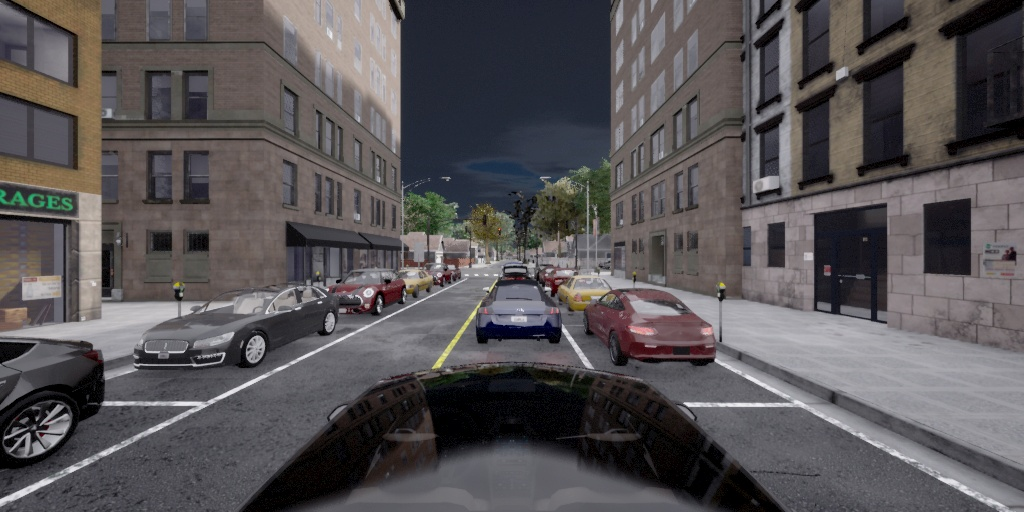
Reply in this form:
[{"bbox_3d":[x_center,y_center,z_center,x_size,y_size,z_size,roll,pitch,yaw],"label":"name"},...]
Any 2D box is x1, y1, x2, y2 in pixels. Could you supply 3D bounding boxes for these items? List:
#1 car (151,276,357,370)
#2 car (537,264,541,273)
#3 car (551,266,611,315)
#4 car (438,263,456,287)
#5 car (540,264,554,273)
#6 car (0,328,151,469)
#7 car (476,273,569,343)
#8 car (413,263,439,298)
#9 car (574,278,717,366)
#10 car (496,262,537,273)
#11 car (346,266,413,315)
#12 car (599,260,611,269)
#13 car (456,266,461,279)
[{"bbox_3d":[-5.364,1.301,7.715,2.007,1.370,4.403,0,0,0],"label":"car"},{"bbox_3d":[2.749,1.341,24.230,1.802,1.307,4.207,0,0,0],"label":"car"},{"bbox_3d":[2.691,1.278,13.364,1.751,1.417,4.829,0,0,0],"label":"car"},{"bbox_3d":[-5.276,1.199,24.271,1.967,1.591,4.097,0,0,0],"label":"car"},{"bbox_3d":[2.720,1.301,18.712,1.888,1.381,4.507,0,0,0],"label":"car"},{"bbox_3d":[-5.393,1.316,2.197,1.948,1.339,4.313,0,0,0],"label":"car"},{"bbox_3d":[0.140,1.315,9.651,1.994,1.385,4.181,0,0,0],"label":"car"},{"bbox_3d":[-5.306,1.281,18.582,1.751,1.417,4.829,0,0,0],"label":"car"},{"bbox_3d":[2.661,1.332,7.676,1.802,1.307,4.207,0,0,0],"label":"car"},{"bbox_3d":[0.186,1.261,19.636,1.837,1.490,4.892,0,0,0],"label":"car"},{"bbox_3d":[-5.334,1.192,13.233,1.967,1.591,4.097,0,0,0],"label":"car"},{"bbox_3d":[14.987,1.170,49.404,4.902,1.511,2.128,0,0,0],"label":"car"},{"bbox_3d":[-5.247,1.344,29.790,1.802,1.307,4.207,0,0,0],"label":"car"}]
